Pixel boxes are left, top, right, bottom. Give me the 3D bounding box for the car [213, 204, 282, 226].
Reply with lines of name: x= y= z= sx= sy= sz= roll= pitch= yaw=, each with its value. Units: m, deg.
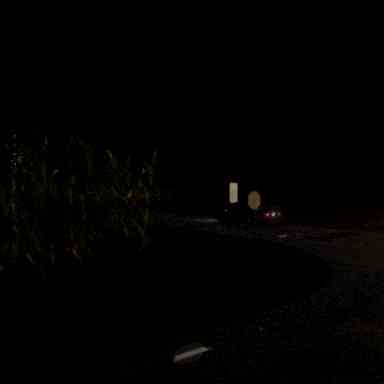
car: x=3.813 y=1.550 z=23.735 sx=2.033 sy=1.411 sz=5.357 roll=-1 pitch=1 yaw=-37
